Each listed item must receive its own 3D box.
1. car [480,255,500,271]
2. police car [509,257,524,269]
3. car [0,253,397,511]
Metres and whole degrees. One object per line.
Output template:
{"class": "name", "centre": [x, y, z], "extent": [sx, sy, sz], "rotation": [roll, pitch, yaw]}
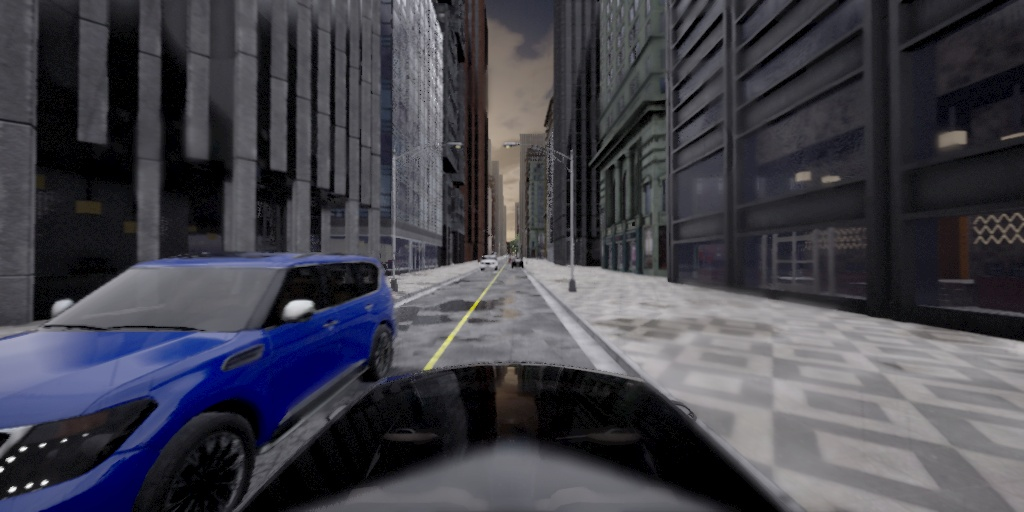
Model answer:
{"class": "car", "centre": [-3.074, 0.936, 48.816], "extent": [2.150, 2.045, 5.566], "rotation": [0, 0, 0]}
{"class": "police car", "centre": [0.893, 1.119, 56.369], "extent": [1.930, 1.638, 5.238], "rotation": [0, 0, 0]}
{"class": "car", "centre": [-3.100, 0.973, 4.182], "extent": [2.150, 2.045, 5.566], "rotation": [0, 0, 0]}
